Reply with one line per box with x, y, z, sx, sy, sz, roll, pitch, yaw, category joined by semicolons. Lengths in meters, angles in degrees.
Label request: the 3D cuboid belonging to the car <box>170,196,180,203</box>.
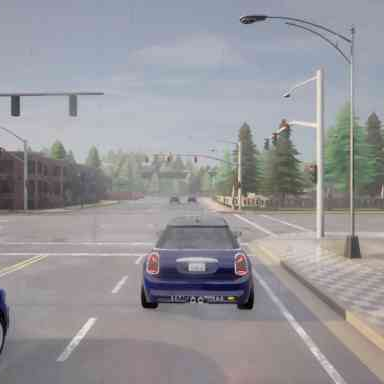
-3.495;1.505;68.307;1.837;1.490;4.892;0;0;0;car

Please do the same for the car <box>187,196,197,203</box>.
0.005;1.505;68.306;1.837;1.490;4.892;0;0;0;car

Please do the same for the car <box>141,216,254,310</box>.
0.155;1.352;8.018;2.097;1.767;4.553;0;0;2;car

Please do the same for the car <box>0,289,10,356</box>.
-3.442;1.478;2.563;1.882;1.535;5.008;0;0;0;car
